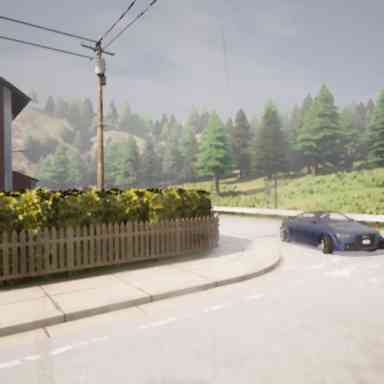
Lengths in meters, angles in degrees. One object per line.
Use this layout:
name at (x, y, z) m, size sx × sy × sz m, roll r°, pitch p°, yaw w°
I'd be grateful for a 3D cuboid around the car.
car at (5.122, 1.432, 12.723) m, size 1.994 × 1.385 × 4.181 m, roll -1°, pitch 0°, yaw -16°
